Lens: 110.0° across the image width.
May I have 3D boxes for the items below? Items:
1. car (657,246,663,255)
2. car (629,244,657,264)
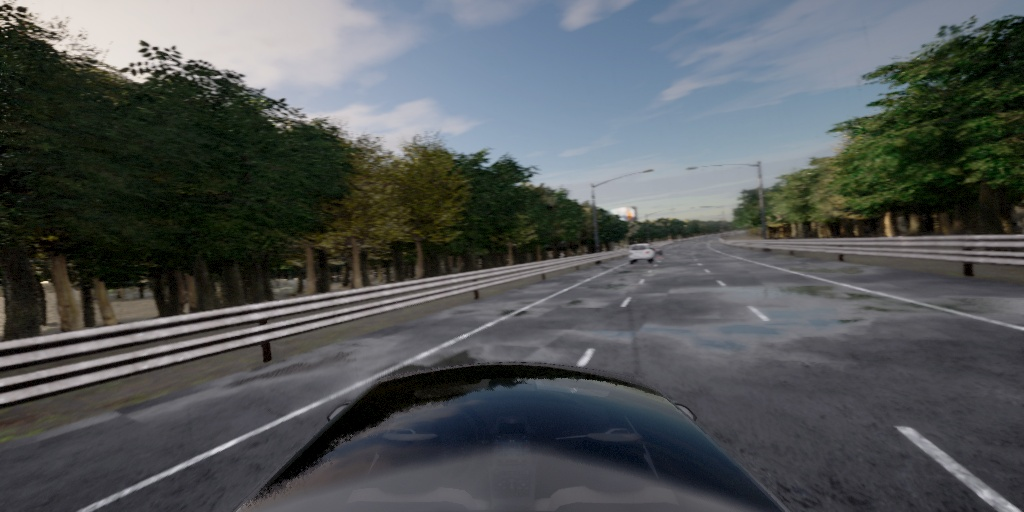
[{"bbox_3d":[23.835,-0.836,59.196,2.128,1.511,4.902,-5,0,26],"label":"car"},{"bbox_3d":[14.168,-0.268,39.137,2.150,2.045,5.566,-5,0,26],"label":"car"}]
